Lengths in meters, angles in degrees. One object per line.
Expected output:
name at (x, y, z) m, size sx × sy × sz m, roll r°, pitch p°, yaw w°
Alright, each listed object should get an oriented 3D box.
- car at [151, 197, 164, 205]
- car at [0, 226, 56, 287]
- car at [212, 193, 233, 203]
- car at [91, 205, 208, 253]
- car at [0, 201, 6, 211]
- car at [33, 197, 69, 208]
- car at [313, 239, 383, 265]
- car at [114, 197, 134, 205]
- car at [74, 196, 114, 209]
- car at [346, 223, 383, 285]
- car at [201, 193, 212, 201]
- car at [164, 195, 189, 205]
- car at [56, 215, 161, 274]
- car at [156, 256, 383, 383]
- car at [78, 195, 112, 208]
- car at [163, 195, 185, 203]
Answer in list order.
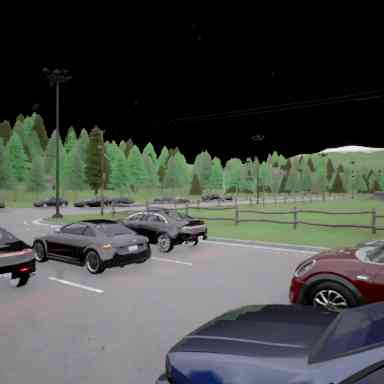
car at (-5.329, 1.547, 61.557) m, size 2.033 × 1.411 × 5.357 m, roll 0°, pitch 0°, yaw 37°
car at (-5.719, 1.491, 8.072) m, size 4.902 × 1.511 × 2.128 m, roll 0°, pitch 0°, yaw 36°
car at (7.014, 1.464, 72.254) m, size 1.882 × 1.535 × 5.008 m, roll 0°, pitch 0°, yaw 36°
car at (-1.645, 1.491, 13.765) m, size 4.902 × 1.511 × 2.128 m, roll 0°, pitch 0°, yaw 36°
car at (-23.233, 1.492, 36.605) m, size 2.128 × 1.511 × 4.902 m, roll 0°, pitch 0°, yaw 33°
car at (-20.077, 1.505, 47.458) m, size 1.837 × 1.490 × 4.892 m, roll 0°, pitch 0°, yaw 36°
car at (3.985, 1.352, 5.424) m, size 4.553 × 1.767 × 2.097 m, roll 0°, pitch 0°, yaw 36°
car at (-12.558, 1.547, 57.690) m, size 2.033 × 1.411 × 5.357 m, roll 0°, pitch 0°, yaw 37°
car at (-13.451, 1.477, 44.689) m, size 1.882 × 1.535 × 5.008 m, roll 0°, pitch 0°, yaw 36°
car at (6.445, 1.601, 7.969) m, size 4.718 × 1.301 × 1.895 m, roll 0°, pitch 0°, yaw 36°
car at (4.161, 1.211, 74.282) m, size 2.150 × 2.045 × 5.566 m, roll 0°, pitch 0°, yaw 36°
car at (-2.388, 1.525, 59.656) m, size 1.812 × 1.442 × 4.674 m, roll 0°, pitch 0°, yaw 36°
car at (-3.289, 1.564, 10.632) m, size 4.181 × 1.385 × 1.994 m, roll 0°, pitch 0°, yaw 36°
car at (2.270, 1.547, 2.353) m, size 5.357 × 1.411 × 2.033 m, roll 0°, pitch 0°, yaw 36°
car at (-14.365, 1.351, 49.352) m, size 2.097 × 1.767 × 4.553 m, roll 0°, pitch 0°, yaw 36°
car at (-3.716, 1.501, 69.506) m, size 1.837 × 1.490 × 4.892 m, roll 0°, pitch 0°, yaw 36°
